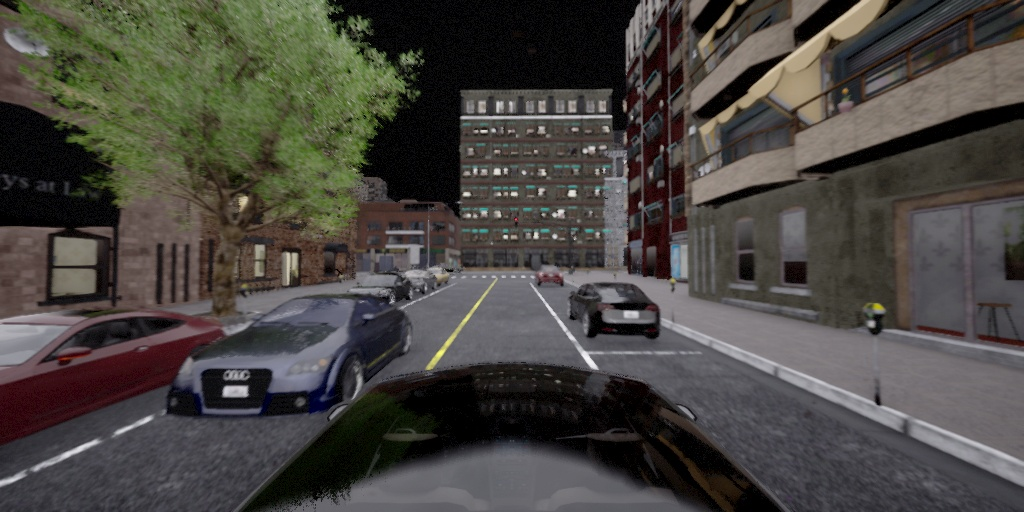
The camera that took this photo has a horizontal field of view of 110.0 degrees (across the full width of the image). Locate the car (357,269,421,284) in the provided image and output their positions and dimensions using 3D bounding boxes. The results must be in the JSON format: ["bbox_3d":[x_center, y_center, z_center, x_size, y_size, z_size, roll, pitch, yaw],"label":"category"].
[{"bbox_3d":[-5.658,1.424,15.819,1.948,1.339,4.313,0,0,0],"label":"car"}]

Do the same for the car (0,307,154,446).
[{"bbox_3d":[-5.657,1.353,4.447,1.802,1.307,4.207,0,0,0],"label":"car"}]

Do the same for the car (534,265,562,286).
[{"bbox_3d":[2.735,1.387,27.249,1.967,1.591,4.097,0,0,0],"label":"car"}]

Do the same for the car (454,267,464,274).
[{"bbox_3d":[-8.604,1.712,46.216,4.718,1.301,1.895,-1,-1,1],"label":"car"}]

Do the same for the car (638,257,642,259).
[{"bbox_3d":[18.575,1.059,45.839,5.566,2.045,2.150,-1,-1,1],"label":"car"}]

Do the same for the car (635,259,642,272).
[{"bbox_3d":[17.648,1.350,43.134,4.829,1.417,1.751,0,0,1],"label":"car"}]

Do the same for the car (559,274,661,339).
[{"bbox_3d":[2.690,1.380,10.192,1.948,1.339,4.313,0,0,0],"label":"car"}]

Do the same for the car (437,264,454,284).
[{"bbox_3d":[-5.829,1.472,27.023,1.751,1.417,4.829,0,0,0],"label":"car"}]

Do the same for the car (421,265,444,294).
[{"bbox_3d":[-5.658,1.453,21.507,2.007,1.370,4.403,0,0,0],"label":"car"}]

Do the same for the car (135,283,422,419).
[{"bbox_3d":[-3.102,1.347,6.017,1.994,1.385,4.181,0,0,0],"label":"car"}]
